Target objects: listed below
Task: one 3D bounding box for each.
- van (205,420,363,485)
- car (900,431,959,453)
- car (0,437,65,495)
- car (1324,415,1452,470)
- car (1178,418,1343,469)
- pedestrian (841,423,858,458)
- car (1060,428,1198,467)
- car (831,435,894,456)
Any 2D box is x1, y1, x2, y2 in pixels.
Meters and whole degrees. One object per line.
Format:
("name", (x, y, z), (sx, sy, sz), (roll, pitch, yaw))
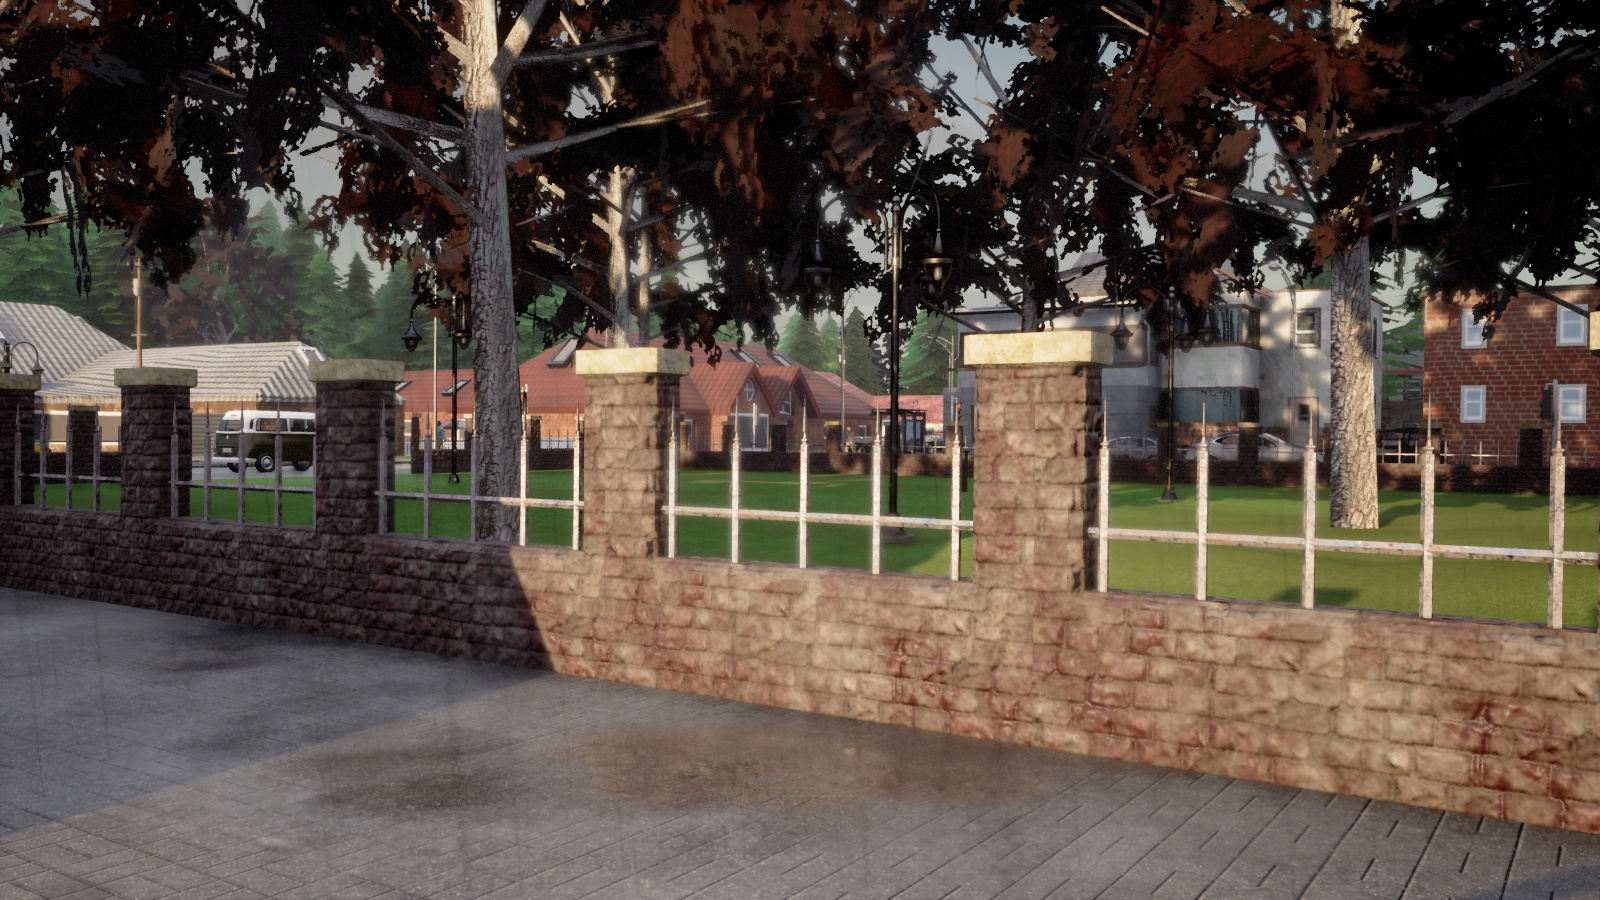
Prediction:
("van", (-17.129, 0.038, 41.871), (2.069, 2.038, 4.480), (0, 1, 32))
("car", (9.185, -0.564, 88.792), (2.163, 1.488, 4.792), (0, 1, 34))
("car", (-22.672, 0.457, 33.476), (1.882, 1.535, 5.008), (0, 1, 32))
("car", (20.907, -0.274, 44.695), (3.866, 1.878, 1.905), (0, 1, 34))
("car", (15.818, -0.223, 43.176), (5.027, 1.651, 2.152), (0, 1, 31))
("pedestrian", (2.662, -0.505, 67.560), (0.694, 1.848, 0.540), (-1, 1, -42))
("car", (13.053, -0.112, 49.923), (4.902, 1.511, 2.128), (0, 1, 34))
("car", (4.089, -0.313, 81.110), (1.895, 1.301, 4.718), (0, 1, 34))
